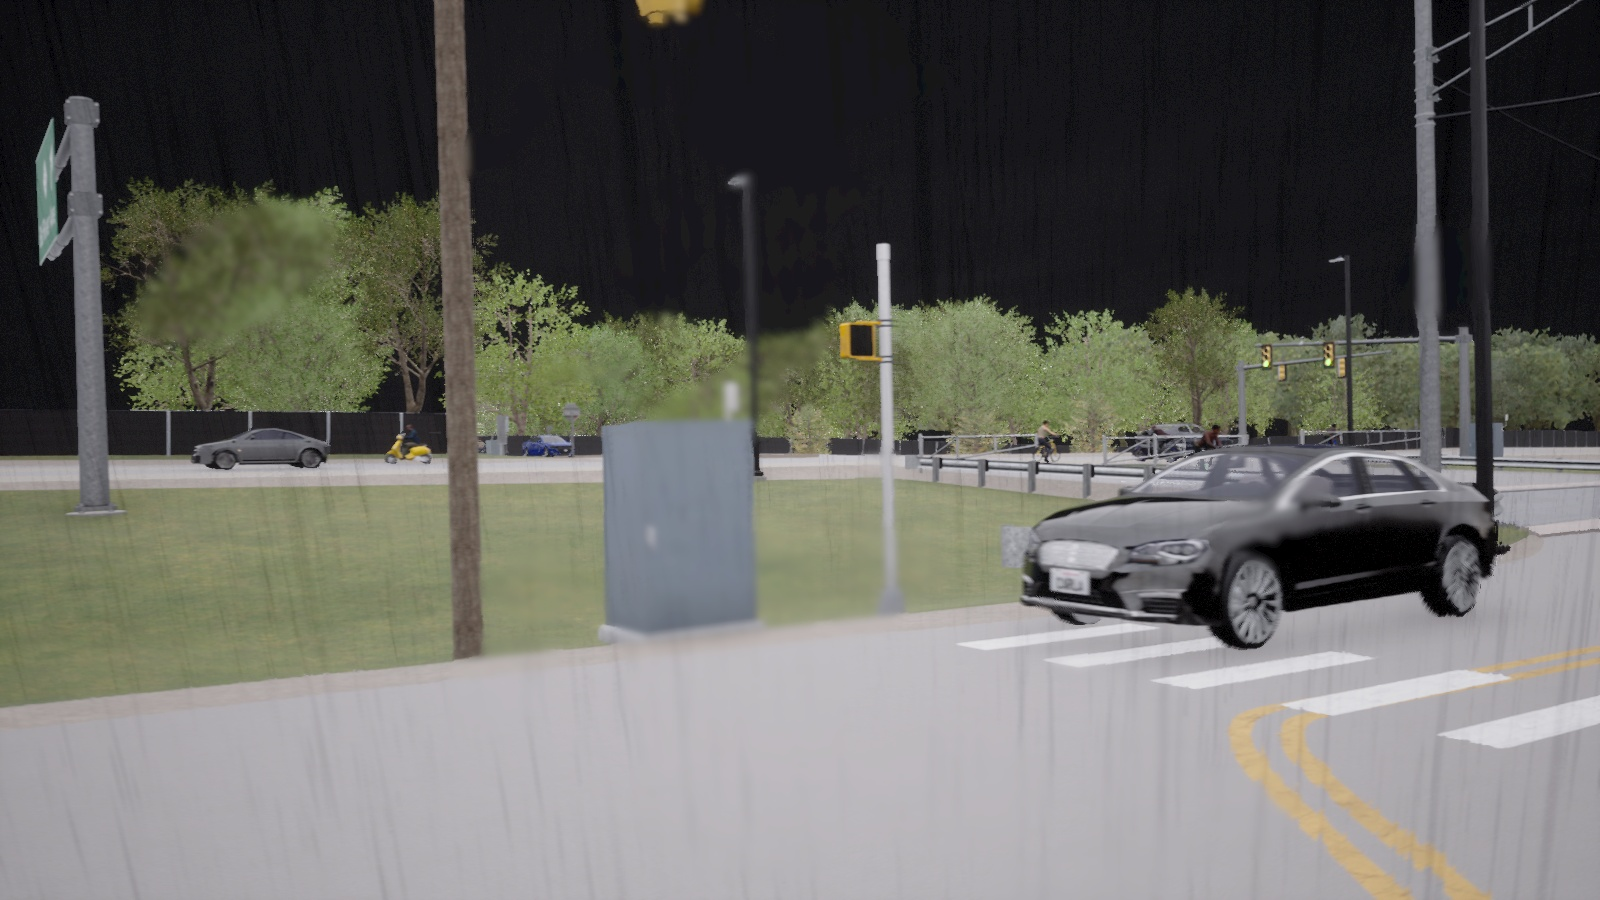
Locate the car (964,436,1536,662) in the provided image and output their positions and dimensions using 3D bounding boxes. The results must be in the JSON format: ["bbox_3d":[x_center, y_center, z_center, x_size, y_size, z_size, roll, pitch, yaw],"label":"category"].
[{"bbox_3d":[3.948,0.653,10.687,4.902,1.511,2.128,0,0,-35],"label":"car"}]

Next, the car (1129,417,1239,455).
[{"bbox_3d":[17.713,-0.634,57.832,5.027,1.651,2.152,0,0,-34],"label":"car"}]

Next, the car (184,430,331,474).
[{"bbox_3d":[-18.102,0.039,41.926,4.181,1.385,1.994,-1,0,-34],"label":"car"}]

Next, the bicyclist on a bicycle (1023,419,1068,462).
[{"bbox_3d":[9.353,-0.378,47.861,1.509,1.612,0.866,-1,2,-35],"label":"bicyclist on a bicycle"}]

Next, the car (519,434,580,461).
[{"bbox_3d":[-15.860,-0.150,79.260,1.882,1.535,5.008,-2,0,-35],"label":"car"}]

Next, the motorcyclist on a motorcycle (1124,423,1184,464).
[{"bbox_3d":[14.011,-0.279,49.794,0.866,1.530,2.191,-1,2,-36],"label":"motorcyclist on a motorcycle"}]

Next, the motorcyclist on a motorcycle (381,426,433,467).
[{"bbox_3d":[-15.406,-0.151,49.240,1.817,1.590,0.866,0,0,-27],"label":"motorcyclist on a motorcycle"}]
